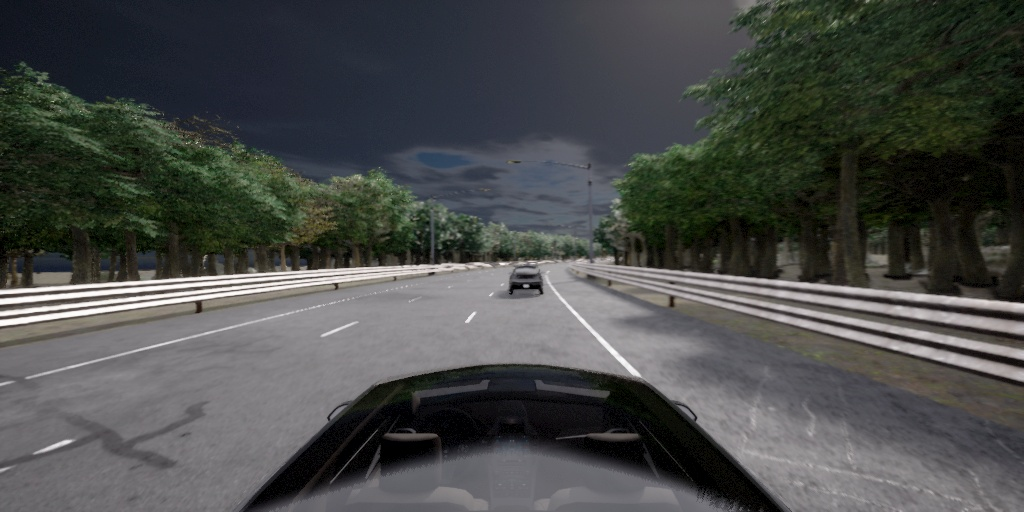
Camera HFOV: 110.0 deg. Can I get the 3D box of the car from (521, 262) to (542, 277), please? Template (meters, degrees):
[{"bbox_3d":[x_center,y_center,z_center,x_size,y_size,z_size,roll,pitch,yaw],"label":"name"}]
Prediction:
[{"bbox_3d":[2.247,1.473,40.181,2.128,1.511,4.902,-1,-1,6],"label":"car"}]

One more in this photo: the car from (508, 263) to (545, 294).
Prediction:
[{"bbox_3d":[0.836,1.290,20.597,1.837,1.490,4.892,-1,0,3],"label":"car"}]
